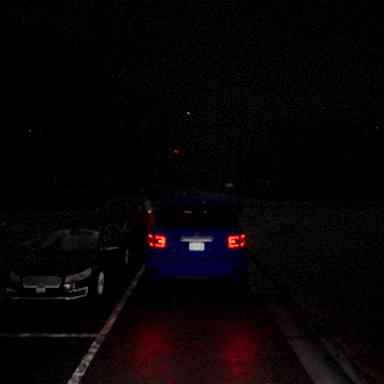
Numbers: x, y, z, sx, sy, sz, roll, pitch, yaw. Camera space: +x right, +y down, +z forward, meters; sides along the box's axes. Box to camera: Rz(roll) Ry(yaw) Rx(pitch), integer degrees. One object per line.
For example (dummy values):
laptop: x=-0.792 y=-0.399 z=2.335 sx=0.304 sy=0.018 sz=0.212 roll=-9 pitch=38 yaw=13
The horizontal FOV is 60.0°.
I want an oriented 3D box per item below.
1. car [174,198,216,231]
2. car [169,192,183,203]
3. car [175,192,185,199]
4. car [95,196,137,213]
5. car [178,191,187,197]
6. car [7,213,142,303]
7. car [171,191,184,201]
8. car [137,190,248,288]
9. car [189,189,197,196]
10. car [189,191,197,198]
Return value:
car: x=0.186 y=1.197 z=19.524 sx=2.128 sy=1.511 sz=4.902 roll=0 pitch=1 yaw=1
car: x=-2.465 y=0.743 z=51.547 sx=1.967 sy=1.590 sz=4.097 roll=0 pitch=1 yaw=0
car: x=-2.407 y=0.705 z=68.614 sx=1.802 sy=1.307 sz=4.206 roll=0 pitch=1 yaw=0
car: x=-2.594 y=1.109 z=13.400 sx=2.192 sy=1.841 sz=5.009 roll=0 pitch=1 yaw=0
car: x=-2.368 y=0.566 z=79.990 sx=2.008 sy=1.369 sz=4.403 roll=0 pitch=1 yaw=0
car: x=-2.612 y=1.426 z=7.940 sx=2.008 sy=1.369 sz=4.403 roll=0 pitch=1 yaw=0
car: x=-2.445 y=0.680 z=57.235 sx=1.967 sy=1.590 sz=4.097 roll=0 pitch=1 yaw=0
car: x=0.124 y=1.082 z=8.980 sx=2.150 sy=2.045 sz=5.566 roll=0 pitch=1 yaw=1
car: x=0.296 y=0.149 z=86.033 sx=2.097 sy=1.767 sz=4.553 roll=0 pitch=0 yaw=0
car: x=0.260 y=0.524 z=75.646 sx=1.882 sy=1.535 sz=5.008 roll=0 pitch=1 yaw=0
